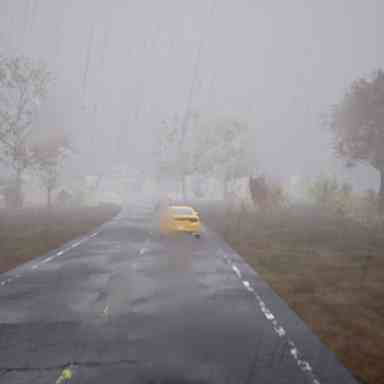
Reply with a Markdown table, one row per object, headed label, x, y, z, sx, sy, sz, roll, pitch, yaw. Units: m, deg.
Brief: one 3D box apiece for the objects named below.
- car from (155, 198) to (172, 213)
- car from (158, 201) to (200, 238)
| label | x | y | z | sx | sy | sz | roll | pitch | yaw |
| --- | --- | --- | --- | --- | --- | --- | --- | --- | --- |
| car | -3.174 | 1.418 | 38.215 | 2.097 | 1.767 | 4.553 | 0 | 0 | -9 |
| car | -0.692 | 1.495 | 17.735 | 1.882 | 1.535 | 5.008 | 0 | 0 | -4 |
